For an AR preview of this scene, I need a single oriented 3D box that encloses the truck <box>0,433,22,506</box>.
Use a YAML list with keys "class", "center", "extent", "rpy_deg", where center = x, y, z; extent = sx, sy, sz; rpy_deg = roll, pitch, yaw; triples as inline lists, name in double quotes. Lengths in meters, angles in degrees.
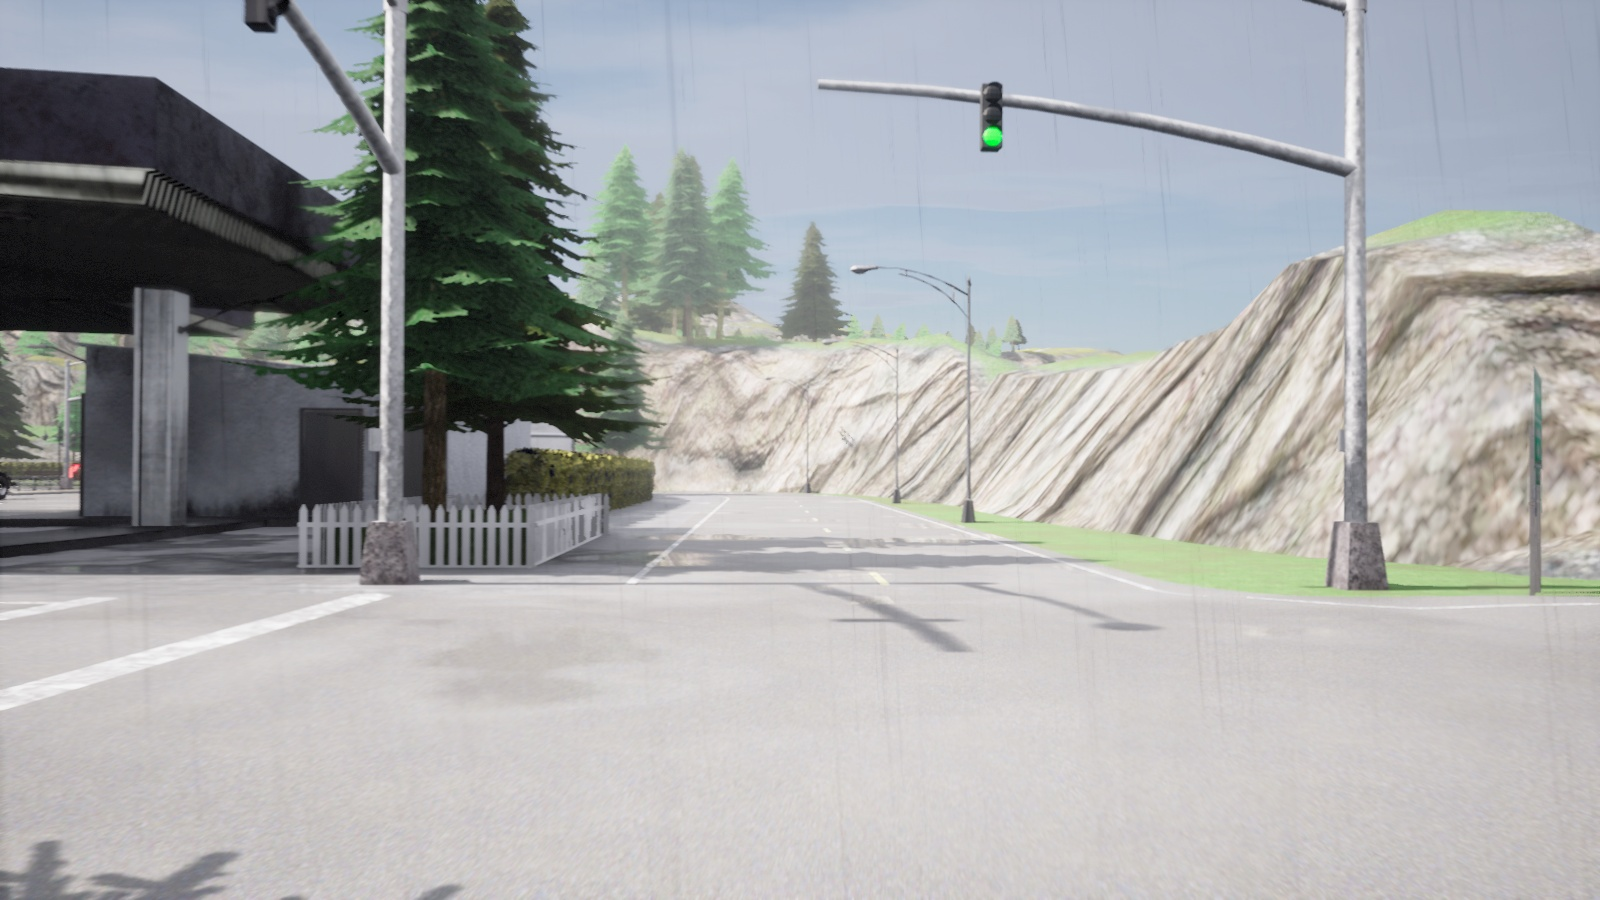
- class: "truck"
  center: [-39.354, 0.916, 57.403]
  extent: [2.891, 3.462, 7.936]
  rpy_deg: [0, -1, -2]
